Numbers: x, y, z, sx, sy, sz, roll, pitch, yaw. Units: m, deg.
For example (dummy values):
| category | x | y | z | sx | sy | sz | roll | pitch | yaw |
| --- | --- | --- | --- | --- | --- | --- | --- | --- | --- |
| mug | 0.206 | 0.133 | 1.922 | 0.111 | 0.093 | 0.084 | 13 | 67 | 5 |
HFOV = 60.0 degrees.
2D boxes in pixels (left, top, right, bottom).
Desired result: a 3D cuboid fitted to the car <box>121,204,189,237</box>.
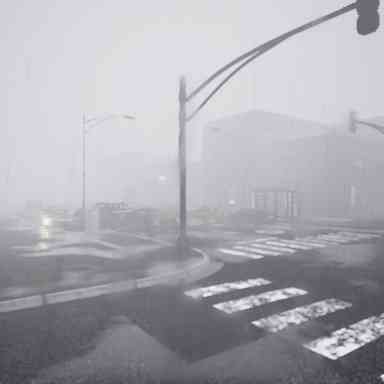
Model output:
| category | x | y | z | sx | sy | sz | roll | pitch | yaw |
| --- | --- | --- | --- | --- | --- | --- | --- | --- | --- |
| car | -2.363 | 1.733 | 20.068 | 1.967 | 1.590 | 4.097 | -1 | 0 | -36 |

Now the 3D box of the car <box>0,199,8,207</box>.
| category | x | y | z | sx | sy | sz | roll | pitch | yaw |
| --- | --- | --- | --- | --- | --- | --- | --- | --- | --- |
| car | -42.663 | 2.404 | 74.647 | 2.192 | 1.841 | 5.009 | -1 | 0 | -36 |

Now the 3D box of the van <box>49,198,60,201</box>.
| category | x | y | z | sx | sy | sz | roll | pitch | yaw |
| --- | --- | --- | --- | --- | --- | --- | --- | --- | --- |
| van | -29.182 | 2.275 | 70.502 | 1.690 | 1.788 | 3.998 | -1 | 0 | -36 |

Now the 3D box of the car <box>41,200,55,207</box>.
| category | x | y | z | sx | sy | sz | roll | pitch | yaw |
| --- | --- | --- | --- | --- | --- | --- | --- | --- | --- |
| car | -32.533 | 2.545 | 75.052 | 1.887 | 1.381 | 4.507 | -1 | 0 | -36 |

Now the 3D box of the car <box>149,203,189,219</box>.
| category | x | y | z | sx | sy | sz | roll | pitch | yaw |
| --- | --- | --- | --- | --- | --- | --- | --- | --- | --- |
| car | -2.437 | 1.931 | 34.235 | 1.752 | 1.417 | 4.829 | -1 | 0 | -36 |

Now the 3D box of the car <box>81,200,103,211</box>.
| category | x | y | z | sx | sy | sz | roll | pitch | yaw |
| --- | --- | --- | --- | --- | --- | --- | --- | --- | --- |
| car | -15.759 | 2.109 | 52.299 | 1.967 | 1.590 | 4.097 | -1 | 0 | -36 |

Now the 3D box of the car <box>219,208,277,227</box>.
| category | x | y | z | sx | sy | sz | roll | pitch | yaw |
| --- | --- | --- | --- | --- | --- | --- | --- | --- | --- |
| car | 4.376 | 1.837 | 24.997 | 1.947 | 1.339 | 4.313 | -1 | 0 | -36 |

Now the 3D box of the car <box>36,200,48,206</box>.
| category | x | y | z | sx | sy | sz | roll | pitch | yaw |
| --- | --- | --- | --- | --- | --- | --- | --- | --- | --- |
| car | -35.989 | 2.594 | 79.739 | 1.752 | 1.417 | 4.829 | -1 | 0 | -36 |

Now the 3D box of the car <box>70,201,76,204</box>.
| category | x | y | z | sx | sy | sz | roll | pitch | yaw |
| --- | --- | --- | --- | --- | --- | --- | --- | --- | --- |
| car | -22.467 | 2.383 | 61.400 | 1.802 | 1.307 | 4.206 | -1 | 0 | -36 |

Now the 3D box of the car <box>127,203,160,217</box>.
| category | x | y | z | sx | sy | sz | roll | pitch | yaw |
| --- | --- | --- | --- | --- | --- | --- | --- | --- | --- |
| car | -5.691 | 2.020 | 38.648 | 2.008 | 1.369 | 4.403 | -1 | 0 | -36 |

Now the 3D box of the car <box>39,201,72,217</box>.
| category | x | y | z | sx | sy | sz | roll | pitch | yaw |
| --- | --- | --- | --- | --- | --- | --- | --- | --- | --- |
| car | -15.783 | 2.108 | 38.269 | 2.008 | 1.369 | 4.403 | -1 | 0 | -36 |

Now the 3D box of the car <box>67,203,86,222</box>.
| category | x | y | z | sx | sy | sz | roll | pitch | yaw |
| --- | --- | --- | --- | --- | --- | --- | --- | --- | --- |
| car | -9.072 | 1.976 | 29.168 | 2.008 | 1.369 | 4.403 | -1 | 0 | -36 |

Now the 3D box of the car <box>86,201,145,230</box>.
| category | x | y | z | sx | sy | sz | roll | pitch | yaw |
| --- | --- | --- | --- | --- | --- | --- | --- | --- | --- |
| car | -5.721 | 1.674 | 24.618 | 2.192 | 1.841 | 5.009 | -1 | 0 | -36 |

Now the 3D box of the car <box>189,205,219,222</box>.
| category | x | y | z | sx | sy | sz | roll | pitch | yaw |
| --- | --- | --- | --- | --- | --- | --- | --- | --- | --- |
| car | 0.919 | 1.865 | 29.684 | 1.752 | 1.417 | 4.829 | -1 | 0 | -36 |

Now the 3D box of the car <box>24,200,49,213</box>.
| category | x | y | z | sx | sy | sz | roll | pitch | yaw |
| --- | --- | --- | --- | --- | --- | --- | --- | --- | --- |
| car | -22.498 | 2.005 | 47.370 | 2.192 | 1.841 | 5.009 | -1 | 0 | -36 |
